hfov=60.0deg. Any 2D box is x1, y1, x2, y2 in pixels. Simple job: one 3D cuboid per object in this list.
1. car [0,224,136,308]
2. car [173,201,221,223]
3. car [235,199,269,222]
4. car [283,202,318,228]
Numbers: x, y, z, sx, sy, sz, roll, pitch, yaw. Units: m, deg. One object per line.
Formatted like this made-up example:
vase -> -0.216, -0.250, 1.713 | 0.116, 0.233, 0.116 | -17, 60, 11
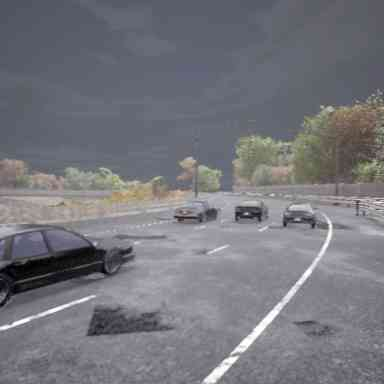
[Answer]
car -> -3.650, 1.457, 7.629 | 2.033, 1.411, 5.357 | 1, 1, 31
car -> 0.489, 1.345, 23.769 | 2.033, 1.411, 5.357 | 1, 1, 22
car -> 4.547, 1.291, 24.756 | 1.882, 1.535, 5.008 | 1, 1, 20
car -> 6.929, 1.384, 21.125 | 1.812, 1.442, 4.674 | 1, 1, 23
